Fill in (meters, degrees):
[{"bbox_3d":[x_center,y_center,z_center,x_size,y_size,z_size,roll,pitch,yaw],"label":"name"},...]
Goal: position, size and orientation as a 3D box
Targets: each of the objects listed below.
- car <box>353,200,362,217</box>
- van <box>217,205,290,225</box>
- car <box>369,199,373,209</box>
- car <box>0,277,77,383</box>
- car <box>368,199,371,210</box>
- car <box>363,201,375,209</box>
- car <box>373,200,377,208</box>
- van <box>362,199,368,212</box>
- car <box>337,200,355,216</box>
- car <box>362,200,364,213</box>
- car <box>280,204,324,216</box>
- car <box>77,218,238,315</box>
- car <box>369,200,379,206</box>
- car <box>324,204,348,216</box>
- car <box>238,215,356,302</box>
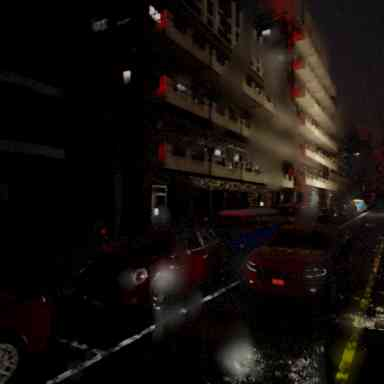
[{"bbox_3d":[16.779,1.825,36.225,2.192,1.841,5.009,1,0,32],"label":"car"},{"bbox_3d":[2.201,1.540,12.634,1.690,1.788,3.998,1,0,32],"label":"van"},{"bbox_3d":[28.471,2.336,55.075,1.802,1.307,4.206,1,0,32],"label":"car"},{"bbox_3d":[-3.634,1.619,3.197,1.887,1.381,4.507,1,0,32],"label":"car"},{"bbox_3d":[25.466,2.217,50.214,1.752,1.417,4.829,1,0,32],"label":"car"},{"bbox_3d":[34.214,2.399,64.367,1.752,1.417,4.829,1,0,32],"label":"car"},{"bbox_3d":[31.390,2.130,59.795,2.192,1.841,5.009,1,0,32],"label":"car"},{"bbox_3d":[22.635,1.973,45.646,1.690,1.788,3.998,1,0,32],"label":"van"},{"bbox_3d":[13.864,1.888,31.505,1.967,1.590,4.097,1,0,32],"label":"car"},{"bbox_3d":[19.597,2.095,40.800,1.752,1.417,4.829,1,0,32],"label":"car"},{"bbox_3d":[5.117,1.576,17.352,2.192,1.841,5.009,1,0,32],"label":"car"},{"bbox_3d":[-0.716,1.576,7.916,1.967,1.590,4.097,1,0,32],"label":"car"},{"bbox_3d":[43.052,2.640,78.666,1.802,1.307,4.206,1,0,32],"label":"car"},{"bbox_3d":[10.947,1.936,26.786,2.008,1.369,4.403,1,0,32],"label":"car"},{"bbox_3d":[3.074,1.613,8.963,1.882,1.535,5.008,-1,-1,32],"label":"car"}]
